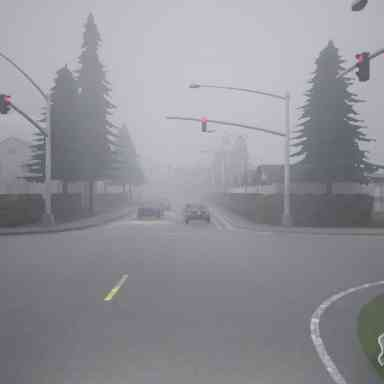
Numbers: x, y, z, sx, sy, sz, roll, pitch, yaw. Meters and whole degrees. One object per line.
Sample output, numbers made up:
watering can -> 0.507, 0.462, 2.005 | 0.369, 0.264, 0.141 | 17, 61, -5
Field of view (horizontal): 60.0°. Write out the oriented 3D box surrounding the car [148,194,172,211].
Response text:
car -> -3.605, 1.352, 39.773 | 2.097, 1.767, 4.553 | 0, 0, 0

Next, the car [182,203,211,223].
car -> 0.300, 1.547, 25.540 | 2.033, 1.411, 5.357 | 0, 0, -4

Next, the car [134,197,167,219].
car -> -3.604, 1.478, 29.619 | 1.882, 1.535, 5.008 | 0, 0, 0

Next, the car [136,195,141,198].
car -> -16.230, 1.361, 87.536 | 3.806, 1.475, 1.970 | 0, 0, -1

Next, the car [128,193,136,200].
car -> -16.819, 1.077, 84.208 | 3.866, 1.878, 1.905 | 0, 0, -1
